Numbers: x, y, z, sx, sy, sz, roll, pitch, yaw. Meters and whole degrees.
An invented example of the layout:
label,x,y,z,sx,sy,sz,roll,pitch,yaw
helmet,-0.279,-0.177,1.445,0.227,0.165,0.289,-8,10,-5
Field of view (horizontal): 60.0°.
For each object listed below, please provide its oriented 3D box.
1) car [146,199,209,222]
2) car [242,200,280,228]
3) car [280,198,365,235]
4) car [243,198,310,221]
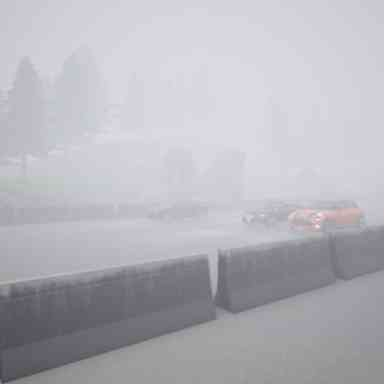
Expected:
label,x,y,z,sx,sy,sz,roll,pitch,yaw
car,-1.012,1.327,24.740,5.008,1.535,1.882,-1,1,-35
car,5.260,1.306,20.603,4.902,1.511,2.128,-1,1,-35
car,7.167,1.169,17.664,4.553,1.767,2.097,-1,1,-35
car,6.636,1.297,25.856,5.357,1.411,2.033,-1,1,-35
